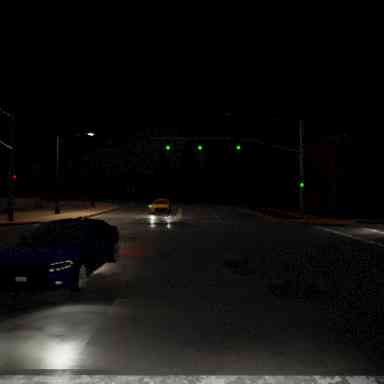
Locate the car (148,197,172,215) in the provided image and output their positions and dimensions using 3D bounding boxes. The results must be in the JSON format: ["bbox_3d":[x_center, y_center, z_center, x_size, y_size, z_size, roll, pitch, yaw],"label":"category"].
[{"bbox_3d":[-3.084,1.488,34.208,1.882,1.535,5.008,0,0,-1],"label":"car"}]

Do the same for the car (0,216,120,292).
[{"bbox_3d":[-3.370,1.478,9.166,1.882,1.535,5.008,0,0,1],"label":"car"}]

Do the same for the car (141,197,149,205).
[{"bbox_3d":[-7.381,1.502,58.530,1.994,1.385,4.181,0,0,-31],"label":"car"}]
